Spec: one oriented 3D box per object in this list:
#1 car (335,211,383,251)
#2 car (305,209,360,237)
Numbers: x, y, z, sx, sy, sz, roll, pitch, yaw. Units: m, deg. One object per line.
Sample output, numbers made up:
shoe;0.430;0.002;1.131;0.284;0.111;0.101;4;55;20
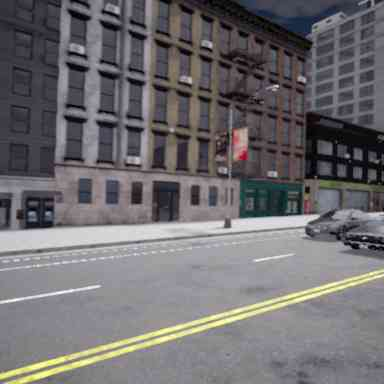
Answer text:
car;8.449;1.624;13.708;5.357;1.411;2.033;0;0;-36
car;7.860;1.613;17.280;4.674;1.442;1.812;0;0;-36
